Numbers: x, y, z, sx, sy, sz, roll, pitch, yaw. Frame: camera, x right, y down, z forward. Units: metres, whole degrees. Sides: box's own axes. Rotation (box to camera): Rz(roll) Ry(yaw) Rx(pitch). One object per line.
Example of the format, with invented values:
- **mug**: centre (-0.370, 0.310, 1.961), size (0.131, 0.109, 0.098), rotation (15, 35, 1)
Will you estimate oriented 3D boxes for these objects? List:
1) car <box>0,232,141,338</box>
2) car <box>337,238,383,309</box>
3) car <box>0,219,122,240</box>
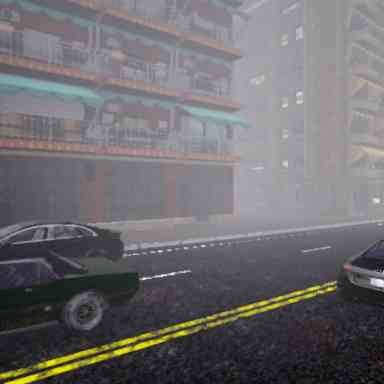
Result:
- **car**: centre (-3.337, 1.608, 5.313), size (4.718, 1.301, 1.895), rotation (0, 0, -36)
- **car**: centre (4.946, 1.581, 7.060), size (4.181, 1.385, 1.994), rotation (0, 0, -36)
- **car**: centre (-4.170, 1.504, 8.722), size (4.902, 1.511, 2.128), rotation (0, 0, -36)
